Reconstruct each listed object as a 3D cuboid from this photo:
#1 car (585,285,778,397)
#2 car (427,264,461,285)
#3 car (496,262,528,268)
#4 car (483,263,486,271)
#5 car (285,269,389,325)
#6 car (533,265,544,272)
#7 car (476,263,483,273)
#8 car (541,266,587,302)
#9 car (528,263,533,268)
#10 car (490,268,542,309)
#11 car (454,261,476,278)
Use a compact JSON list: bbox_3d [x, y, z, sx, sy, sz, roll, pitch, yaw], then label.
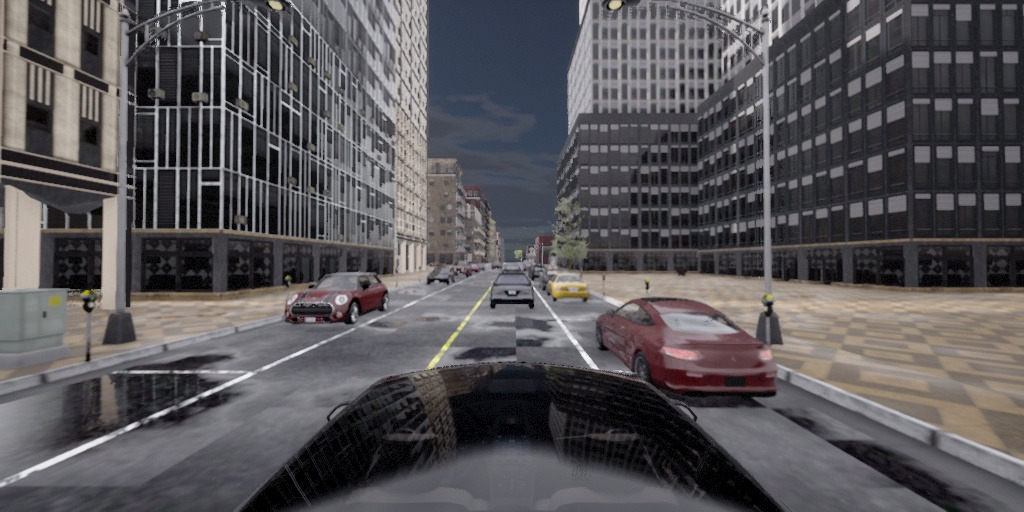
[{"bbox_3d":[2.677,1.376,6.372,1.802,1.307,4.207,0,0,0],"label":"car"},{"bbox_3d":[-5.671,1.577,29.159,1.948,1.339,4.313,0,0,0],"label":"car"},{"bbox_3d":[0.025,1.524,31.147,2.128,1.511,4.902,0,0,0],"label":"car"},{"bbox_3d":[-5.647,1.925,63.291,1.948,1.339,4.313,0,0,0],"label":"car"},{"bbox_3d":[-5.683,1.288,12.093,1.967,1.591,4.097,0,0,0],"label":"car"},{"bbox_3d":[2.674,1.506,23.438,2.007,1.370,4.403,0,0,0],"label":"car"},{"bbox_3d":[-5.655,1.786,51.914,1.888,1.381,4.507,0,0,0],"label":"car"},{"bbox_3d":[2.675,1.427,17.919,1.751,1.417,4.829,0,0,0],"label":"car"},{"bbox_3d":[2.681,1.633,34.815,1.948,1.339,4.313,0,0,0],"label":"car"},{"bbox_3d":[0.011,1.431,15.843,2.033,1.411,5.357,0,-1,0],"label":"car"},{"bbox_3d":[-5.663,1.439,40.536,2.192,1.841,5.009,0,0,0],"label":"car"}]
